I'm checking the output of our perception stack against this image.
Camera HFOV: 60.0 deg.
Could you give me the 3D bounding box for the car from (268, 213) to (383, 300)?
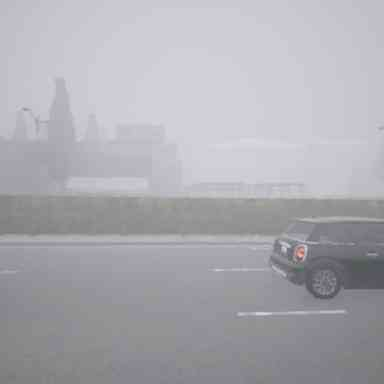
[{"bbox_3d":[4.301,1.404,8.138,4.553,1.767,2.097,1,0,-6],"label":"car"}]
